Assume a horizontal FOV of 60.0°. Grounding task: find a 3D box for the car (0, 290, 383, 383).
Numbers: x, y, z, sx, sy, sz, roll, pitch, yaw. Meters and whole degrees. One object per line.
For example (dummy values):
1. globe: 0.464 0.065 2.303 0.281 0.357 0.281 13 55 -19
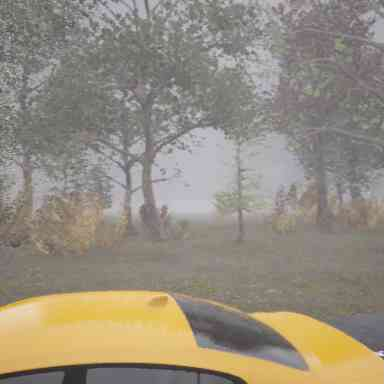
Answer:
1. car: -1.047 1.541 2.247 5.008 1.535 1.882 0 -1 -14
